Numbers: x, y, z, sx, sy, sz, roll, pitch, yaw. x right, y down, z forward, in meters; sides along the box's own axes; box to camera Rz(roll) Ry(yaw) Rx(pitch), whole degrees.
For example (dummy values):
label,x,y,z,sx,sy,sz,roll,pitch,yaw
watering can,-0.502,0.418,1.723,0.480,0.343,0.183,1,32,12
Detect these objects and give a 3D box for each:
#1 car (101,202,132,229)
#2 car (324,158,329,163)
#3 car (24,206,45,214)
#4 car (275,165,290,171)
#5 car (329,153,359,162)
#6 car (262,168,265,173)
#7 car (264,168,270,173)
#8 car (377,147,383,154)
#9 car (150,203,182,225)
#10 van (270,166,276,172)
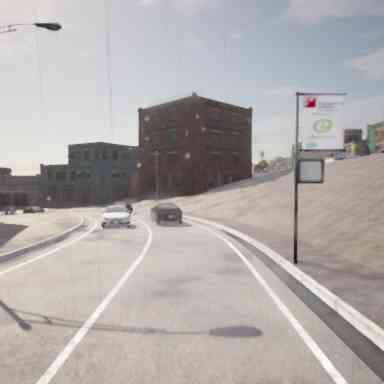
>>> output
label,x,y,z,sx,sy,sz,roll,pitch,yaw
car,-5.183,1.639,22.772,1.812,1.442,4.674,0,-1,-13
car,21.396,-4.606,51.829,2.002,1.452,4.674,0,1,-1
car,-27.093,3.099,56.906,4.674,1.442,1.812,-4,-1,38
car,20.921,-5.054,74.033,2.231,1.521,4.892,0,1,-1
car,21.513,-4.665,46.335,2.185,1.767,4.553,0,1,-1
car,20.569,-5.560,90.552,2.435,2.045,5.566,0,1,-1
car,20.686,-5.190,85.070,2.002,1.452,4.674,0,1,-1
car,21.747,-4.322,35.400,2.231,1.521,4.892,0,1,-1
car,-2.054,1.595,25.524,1.882,1.535,5.008,0,-1,-14
van,20.806,-5.369,79.425,1.878,1.987,4.442,0,1,-1
